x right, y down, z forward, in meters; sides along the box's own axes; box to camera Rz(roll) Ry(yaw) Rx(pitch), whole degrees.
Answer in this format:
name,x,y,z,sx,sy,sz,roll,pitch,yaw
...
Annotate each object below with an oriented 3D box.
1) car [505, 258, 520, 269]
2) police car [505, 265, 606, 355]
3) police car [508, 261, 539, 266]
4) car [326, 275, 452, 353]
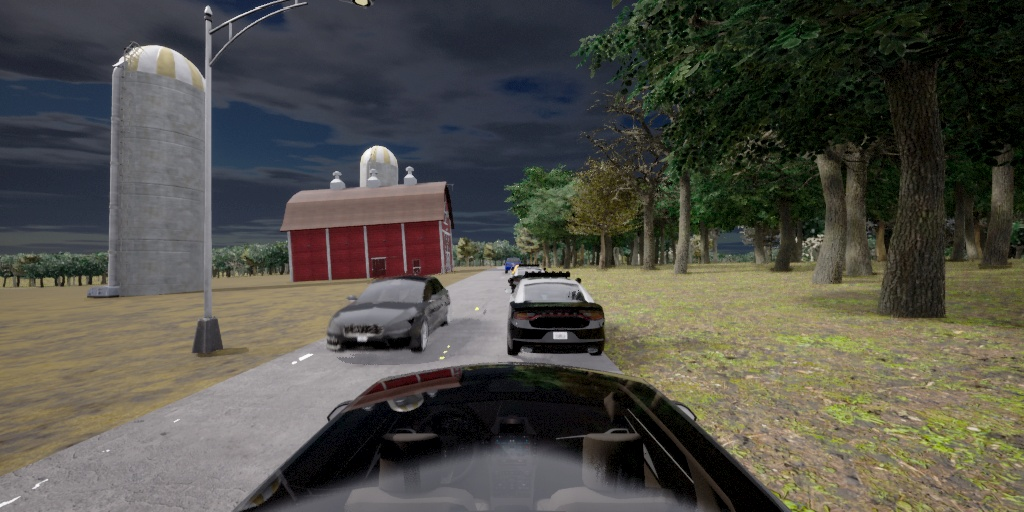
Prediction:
name,x,y,z,sx,sy,sz,roll,pitch,yaw
car,0.207,1.265,47.309,2.150,2.045,5.566,0,0,0
police car,0.851,1.187,8.828,1.930,1.638,5.238,0,0,0
police car,0.888,1.231,18.832,1.930,1.638,5.238,0,0,0
car,-2.723,1.267,8.972,1.837,1.490,4.892,0,0,0
